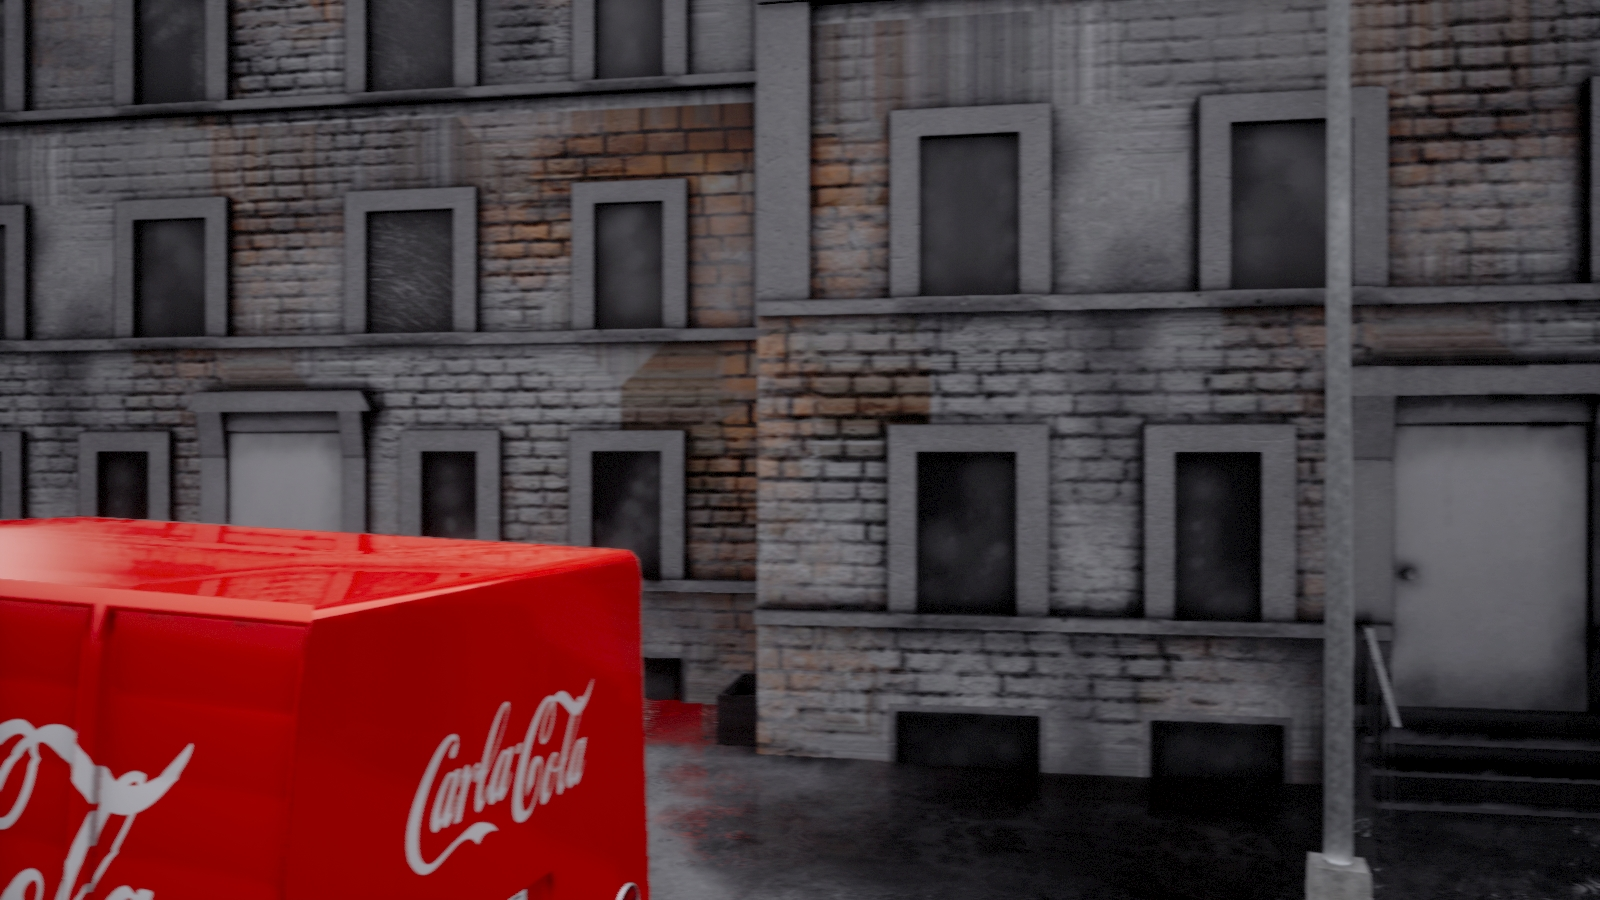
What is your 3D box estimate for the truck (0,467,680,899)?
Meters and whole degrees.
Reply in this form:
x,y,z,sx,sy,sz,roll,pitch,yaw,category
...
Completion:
x,y,z,sx,sy,sz,roll,pitch,yaw,category
-3.464,1.361,4.917,5.204,2.467,2.627,1,0,19,truck
